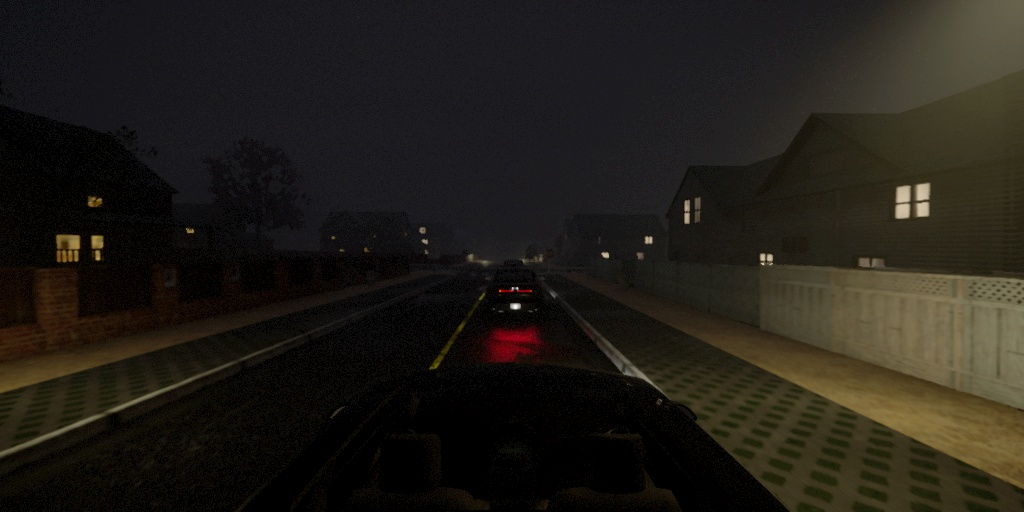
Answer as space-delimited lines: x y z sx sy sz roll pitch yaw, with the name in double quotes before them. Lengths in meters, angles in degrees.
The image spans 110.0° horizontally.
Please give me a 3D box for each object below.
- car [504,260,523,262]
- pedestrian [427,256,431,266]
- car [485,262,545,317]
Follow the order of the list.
"car" 0.083 1.000 25.562 1.837 1.490 4.892 0 0 -1
"pedestrian" -9.668 0.190 42.276 0.375 1.860 0.375 0 1 1
"car" 0.104 1.138 12.553 1.837 1.490 4.892 0 1 0
